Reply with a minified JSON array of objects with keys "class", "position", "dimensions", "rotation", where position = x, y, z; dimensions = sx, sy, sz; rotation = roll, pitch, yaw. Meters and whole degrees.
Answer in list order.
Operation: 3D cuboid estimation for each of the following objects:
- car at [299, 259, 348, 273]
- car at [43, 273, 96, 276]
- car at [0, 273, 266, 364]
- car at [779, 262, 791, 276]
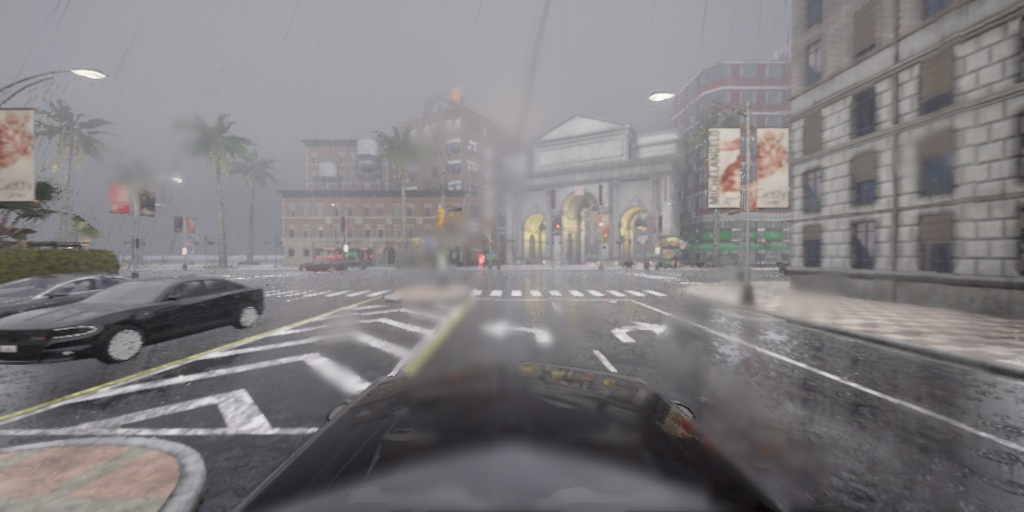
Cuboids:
[{"class":"car","position":[-20.892,1.106,39.712],"dimensions":[5.008,1.535,1.882],"rotation":[0,0,2]},{"class":"car","position":[-11.548,1.224,9.131],"dimensions":[2.128,1.511,4.902],"rotation":[0,0,1]},{"class":"car","position":[-8.054,1.210,8.247],"dimensions":[1.882,1.535,5.008],"rotation":[0,0,0]},{"class":"car","position":[26.849,1.124,32.283],"dimensions":[4.892,1.490,1.837],"rotation":[0,0,0]}]
